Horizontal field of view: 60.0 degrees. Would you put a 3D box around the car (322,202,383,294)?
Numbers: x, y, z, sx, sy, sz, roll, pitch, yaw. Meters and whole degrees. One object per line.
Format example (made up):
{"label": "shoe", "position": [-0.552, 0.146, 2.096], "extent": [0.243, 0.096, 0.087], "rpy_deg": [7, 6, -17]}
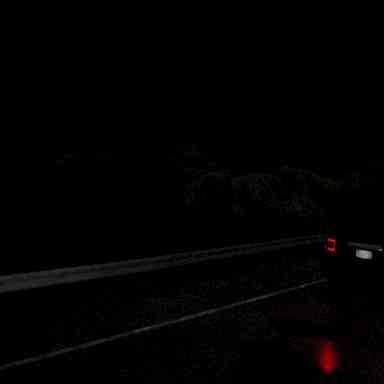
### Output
{"label": "car", "position": [5.326, 1.264, 7.827], "extent": [5.566, 2.045, 2.150], "rpy_deg": [0, 0, -38]}
